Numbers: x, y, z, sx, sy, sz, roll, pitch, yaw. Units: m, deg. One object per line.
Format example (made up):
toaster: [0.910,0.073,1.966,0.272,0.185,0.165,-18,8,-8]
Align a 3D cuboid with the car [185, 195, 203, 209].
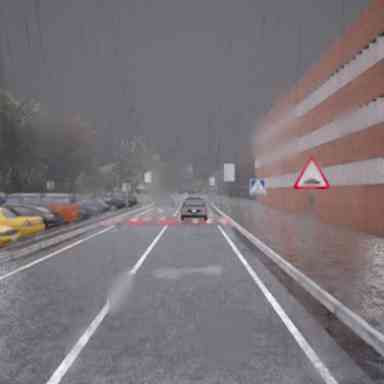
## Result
car: [0.282,1.208,42.317,2.128,1.511,4.902,0,0,0]

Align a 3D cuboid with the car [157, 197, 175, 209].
car: [-3.170,1.291,40.948,1.994,1.385,4.181,0,0,1]

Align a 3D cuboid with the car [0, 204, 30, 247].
car: [-9.170,1.372,12.169,5.366,1.575,1.946,0,0,0]

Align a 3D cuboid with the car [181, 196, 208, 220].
car: [0.158,1.182,23.640,2.033,1.411,5.357,0,2,0]

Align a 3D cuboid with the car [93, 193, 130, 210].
car: [-9.402,1.192,34.773,5.008,1.535,2.097,0,1,0]

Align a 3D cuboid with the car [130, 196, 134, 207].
car: [-9.411,1.206,37.601,4.674,1.452,2.002,0,1,0]

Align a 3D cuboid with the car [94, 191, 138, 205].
car: [-9.391,0.888,40.423,5.566,2.045,2.435,0,1,0]

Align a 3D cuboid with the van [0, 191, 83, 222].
van: [-9.492,1.081,20.643,4.442,1.987,1.878,0,0,0]

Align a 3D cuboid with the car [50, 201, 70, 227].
car: [-9.366,1.370,17.820,4.674,1.452,2.002,0,0,0]

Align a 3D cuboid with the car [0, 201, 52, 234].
car: [-9.548,1.349,14.994,5.366,1.575,1.946,0,0,0]

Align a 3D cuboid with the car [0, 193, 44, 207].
car: [-21.936,0.980,43.138,4.553,1.767,2.185,0,0,0]

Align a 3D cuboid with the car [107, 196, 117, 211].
car: [-9.392,1.279,29.123,4.674,1.452,2.002,0,0,0]

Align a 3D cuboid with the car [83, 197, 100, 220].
car: [-9.352,1.314,23.471,4.792,1.488,2.163,0,0,0]

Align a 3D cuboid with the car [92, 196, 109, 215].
car: [-9.391,1.302,26.297,4.674,1.452,2.002,0,0,0]
